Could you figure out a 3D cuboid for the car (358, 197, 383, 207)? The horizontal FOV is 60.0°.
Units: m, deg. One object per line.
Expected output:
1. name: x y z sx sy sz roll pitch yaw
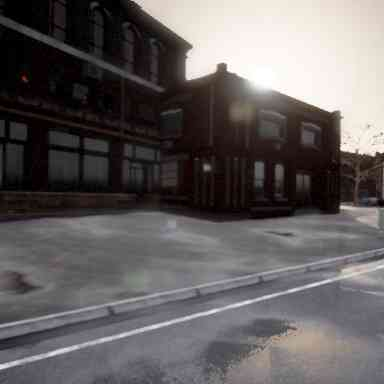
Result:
1. car: 27.953 1.551 52.145 2.033 1.411 5.357 1 0 -8
